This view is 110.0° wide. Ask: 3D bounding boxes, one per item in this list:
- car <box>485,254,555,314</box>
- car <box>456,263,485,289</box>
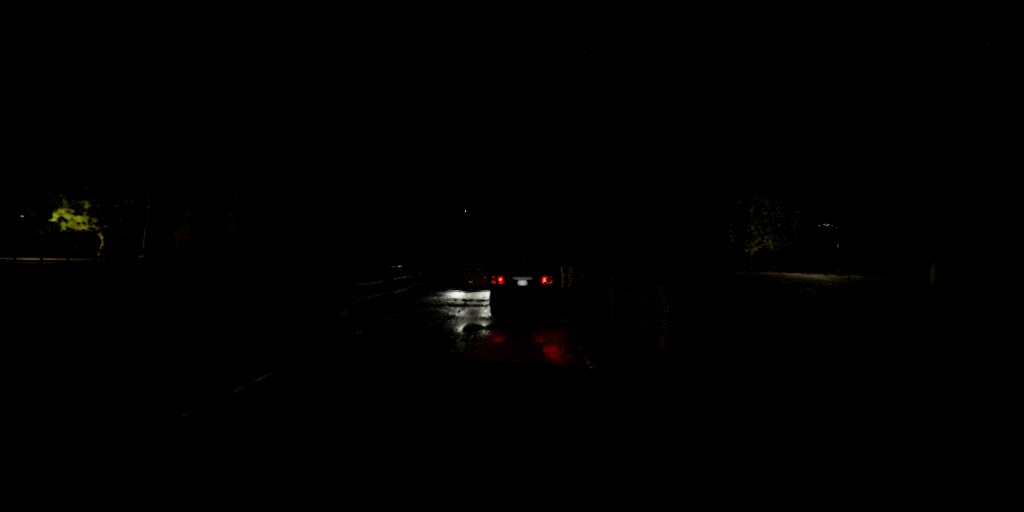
[{"bbox_3d":[0.383,0.962,13.785,2.150,2.045,5.566,0,-1,1],"label":"car"},{"bbox_3d":[-2.340,1.230,23.270,1.882,1.535,5.008,0,0,2],"label":"car"}]
